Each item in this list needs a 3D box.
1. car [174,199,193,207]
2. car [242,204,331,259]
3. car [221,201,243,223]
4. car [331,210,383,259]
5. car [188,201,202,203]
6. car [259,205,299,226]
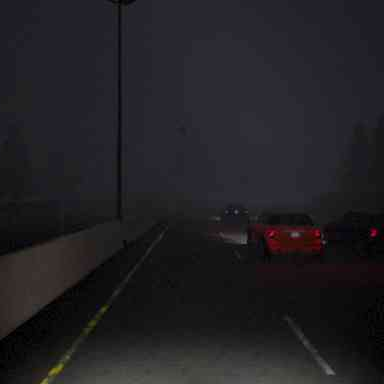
[{"bbox_3d":[-1.724,2.226,68.958,1.882,1.535,5.008,0,-1,23],"label":"car"},{"bbox_3d":[3.521,1.498,13.414,2.097,1.767,4.553,0,-1,0],"label":"car"},{"bbox_3d":[3.585,1.660,28.411,2.097,1.767,4.553,0,-1,2],"label":"car"},{"bbox_3d":[7.021,1.498,13.416,2.097,1.767,4.553,0,-1,0],"label":"car"},{"bbox_3d":[1.407,2.256,67.376,1.812,1.442,4.674,0,0,23],"label":"car"},{"bbox_3d":[7.030,1.847,27.498,2.033,1.411,5.357,0,-1,1],"label":"car"}]
